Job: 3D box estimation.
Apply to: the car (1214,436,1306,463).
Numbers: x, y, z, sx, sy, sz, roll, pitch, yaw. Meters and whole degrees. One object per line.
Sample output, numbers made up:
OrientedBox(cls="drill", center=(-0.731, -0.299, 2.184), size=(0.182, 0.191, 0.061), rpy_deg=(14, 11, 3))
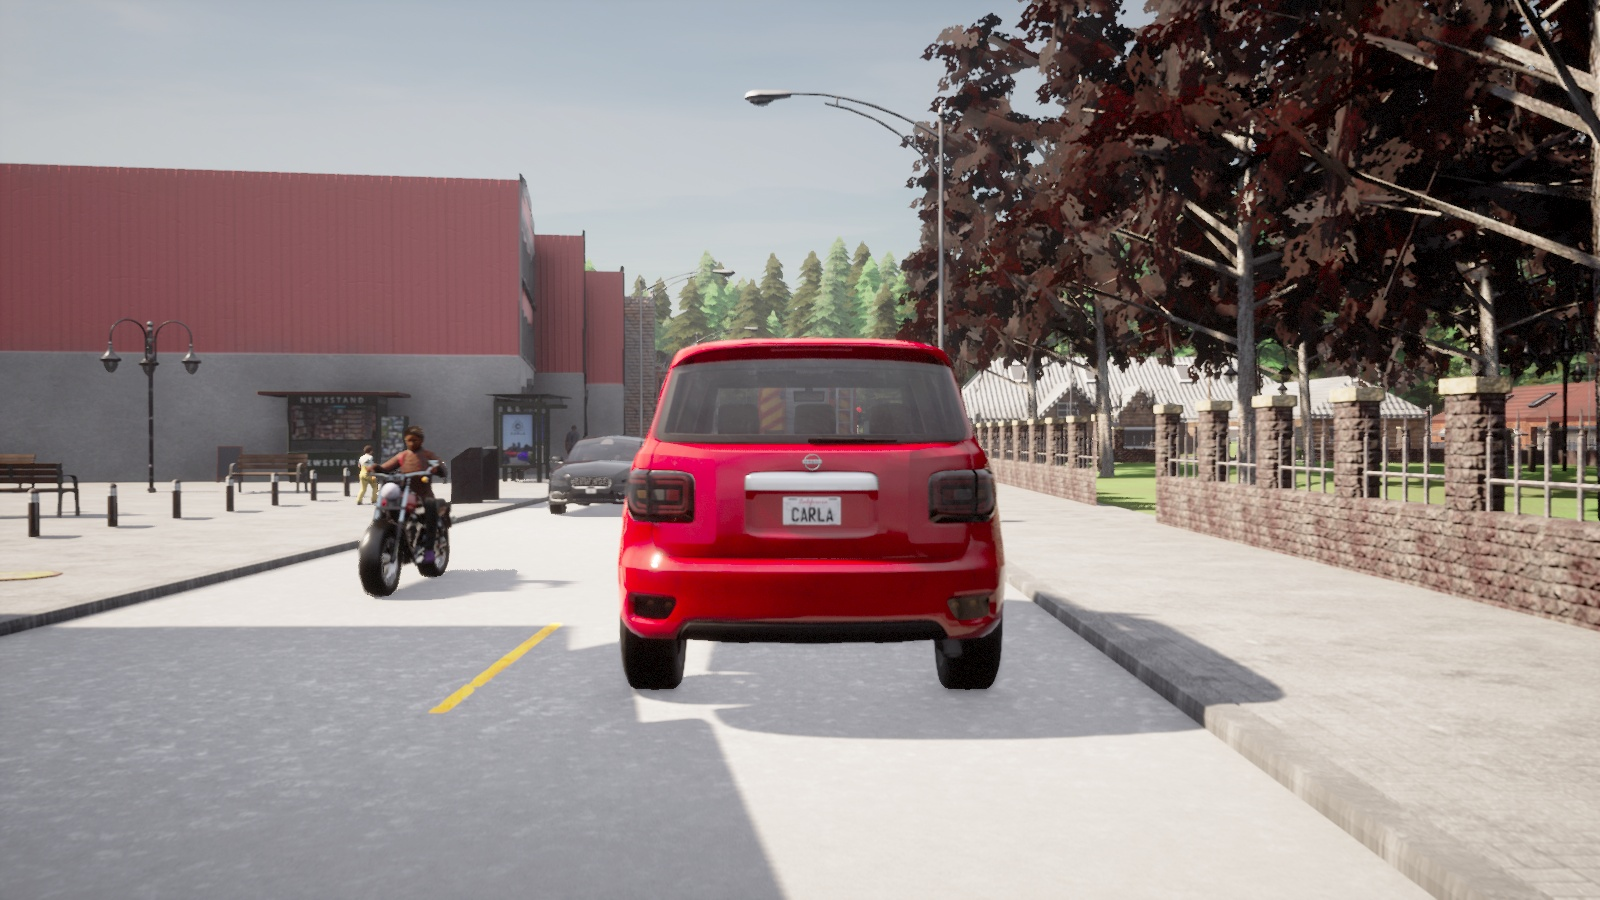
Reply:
OrientedBox(cls="car", center=(26.334, -0.066, 71.940), size=(4.514, 1.525, 2.007), rpy_deg=(0, 1, -1))

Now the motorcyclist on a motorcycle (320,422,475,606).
OrientedBox(cls="motorcyclist on a motorcycle", center=(-3.914, 0.558, 12.437), size=(0.766, 1.649, 2.350), rpy_deg=(0, 1, 0))

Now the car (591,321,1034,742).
OrientedBox(cls="car", center=(0.067, 0.368, 8.890), size=(2.150, 2.045, 5.566), rpy_deg=(0, 1, 0))

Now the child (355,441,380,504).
OrientedBox(cls="child", center=(-8.841, 0.451, 25.659), size=(0.270, 1.263, 0.437), rpy_deg=(0, 1, 18))

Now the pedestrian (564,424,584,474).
OrientedBox(cls="pedestrian", center=(-8.391, -0.056, 46.666), size=(0.540, 1.848, 0.694), rpy_deg=(0, 1, 8))

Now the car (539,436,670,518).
OrientedBox(cls="car", center=(-3.826, 0.473, 25.385), size=(1.837, 1.490, 4.892), rpy_deg=(0, 1, 0))
